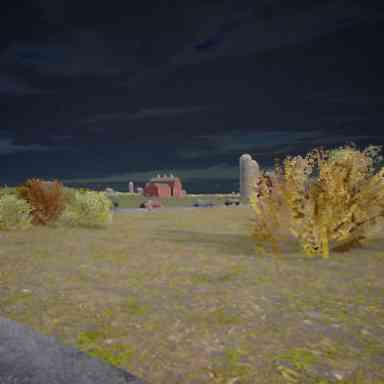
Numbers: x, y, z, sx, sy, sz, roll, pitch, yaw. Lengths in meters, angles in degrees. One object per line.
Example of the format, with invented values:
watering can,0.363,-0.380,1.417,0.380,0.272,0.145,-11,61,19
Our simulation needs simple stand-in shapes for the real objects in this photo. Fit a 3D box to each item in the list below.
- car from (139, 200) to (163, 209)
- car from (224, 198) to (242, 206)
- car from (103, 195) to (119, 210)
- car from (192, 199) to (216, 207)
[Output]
car,-6.418,1.917,52.375,1.994,1.385,4.181,-1,-1,36
car,8.234,2.032,66.592,1.837,1.490,4.892,-1,-1,36
car,-12.316,1.463,44.197,2.150,2.045,5.566,-1,-1,36
car,2.135,1.958,58.058,2.033,1.411,5.357,-1,-1,37
